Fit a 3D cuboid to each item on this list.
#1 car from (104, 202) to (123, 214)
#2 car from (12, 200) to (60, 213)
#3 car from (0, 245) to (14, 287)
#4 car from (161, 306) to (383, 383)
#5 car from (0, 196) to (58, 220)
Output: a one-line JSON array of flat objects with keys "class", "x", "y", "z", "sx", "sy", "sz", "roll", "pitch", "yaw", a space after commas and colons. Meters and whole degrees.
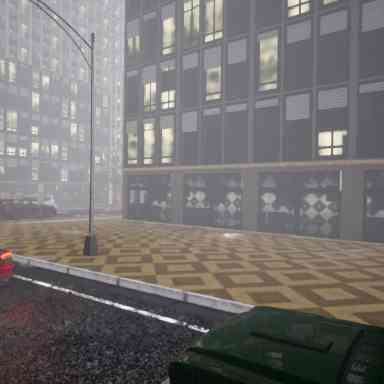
[{"class": "car", "x": -8.035, "y": 1.830, "z": 39.135, "sx": 1.752, "sy": 1.417, "sz": 4.829, "roll": 1, "pitch": 0, "yaw": 36}, {"class": "car", "x": -18.331, "y": 1.643, "z": 39.271, "sx": 1.752, "sy": 1.417, "sz": 4.829, "roll": 1, "pitch": 0, "yaw": 36}, {"class": "car", "x": -6.057, "y": 1.521, "z": 7.965, "sx": 4.674, "sy": 1.442, "sz": 1.812, "roll": 0, "pitch": 0, "yaw": 35}, {"class": "car", "x": 2.056, "y": 1.601, "z": 2.220, "sx": 4.718, "sy": 1.301, "sz": 1.895, "roll": 0, "pitch": 0, "yaw": 35}, {"class": "car", "x": -14.808, "y": 1.519, "z": 29.905, "sx": 2.192, "sy": 1.841, "sz": 5.009, "roll": 1, "pitch": 0, "yaw": 36}]
